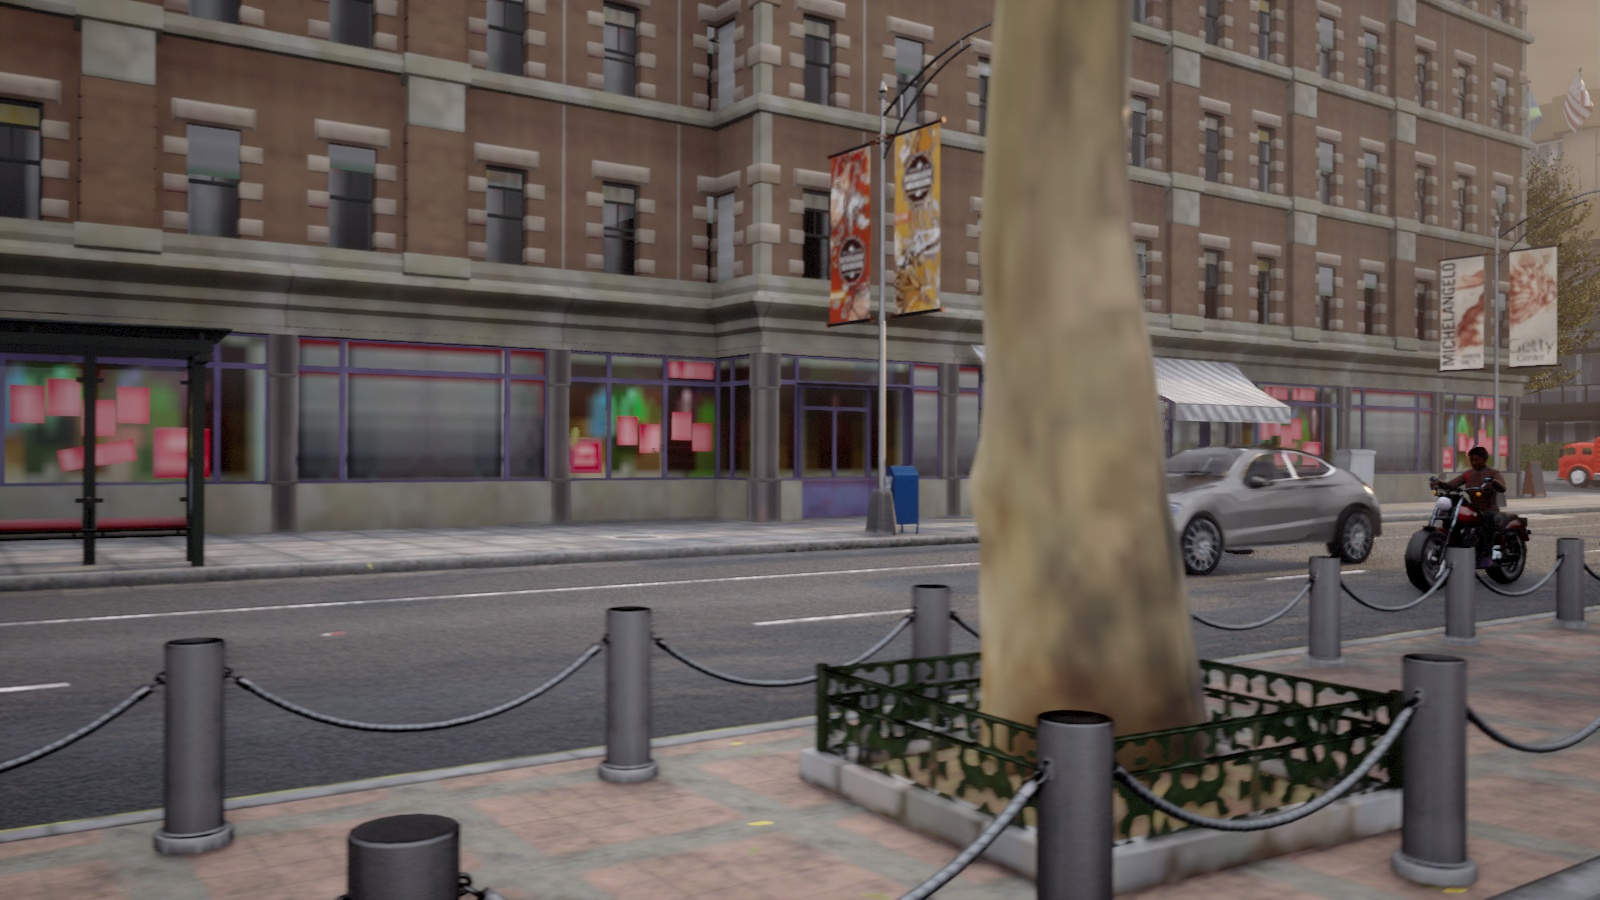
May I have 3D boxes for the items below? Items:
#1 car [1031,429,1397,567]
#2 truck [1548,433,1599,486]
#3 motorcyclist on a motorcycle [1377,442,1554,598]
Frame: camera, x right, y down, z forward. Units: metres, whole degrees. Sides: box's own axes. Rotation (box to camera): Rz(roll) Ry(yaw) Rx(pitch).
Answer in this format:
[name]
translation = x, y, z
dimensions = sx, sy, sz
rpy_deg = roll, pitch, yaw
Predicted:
[car]
translation = 5.777, 0.577, 17.301
dimensions = 5.027, 1.651, 2.152
rpy_deg = 0, 0, -34
[truck]
translation = 38.839, 0.448, 59.453
dimensions = 2.627, 2.467, 5.204
rpy_deg = 0, 1, -35
[motorcyclist on a motorcycle]
translation = 7.567, 0.737, 14.242
dimensions = 2.350, 1.649, 0.766
rpy_deg = 0, 0, -34
